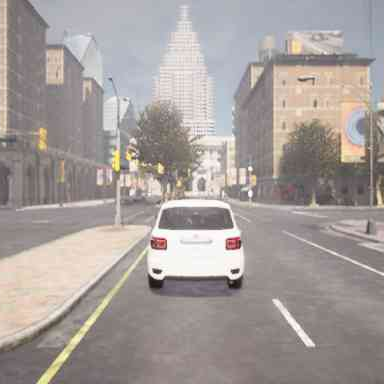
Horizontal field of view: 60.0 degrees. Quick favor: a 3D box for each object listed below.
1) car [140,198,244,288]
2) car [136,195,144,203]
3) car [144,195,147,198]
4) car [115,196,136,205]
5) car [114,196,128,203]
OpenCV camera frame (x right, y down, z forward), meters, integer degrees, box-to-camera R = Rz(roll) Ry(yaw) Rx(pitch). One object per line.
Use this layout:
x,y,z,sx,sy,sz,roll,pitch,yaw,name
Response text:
0.078,1.221,9.373,2.150,2.045,5.566,0,0,0,car
-11.691,1.592,68.893,1.895,1.301,4.718,0,0,0,car
-11.720,1.496,79.074,1.837,1.490,4.892,0,0,0,car
-11.718,1.502,58.839,1.837,1.490,4.892,0,0,0,car
-14.944,1.591,70.217,1.895,1.301,4.718,0,0,0,car
